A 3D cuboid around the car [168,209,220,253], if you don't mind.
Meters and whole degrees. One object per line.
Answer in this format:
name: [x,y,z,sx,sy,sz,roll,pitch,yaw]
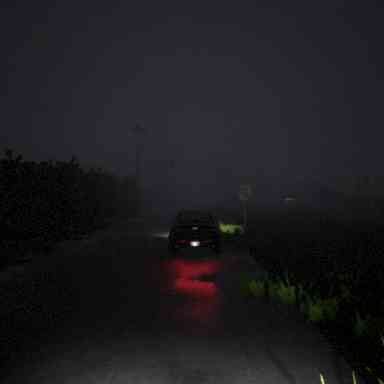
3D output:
car: [0.101,1.471,13.582,1.837,1.490,4.892,0,0,0]
